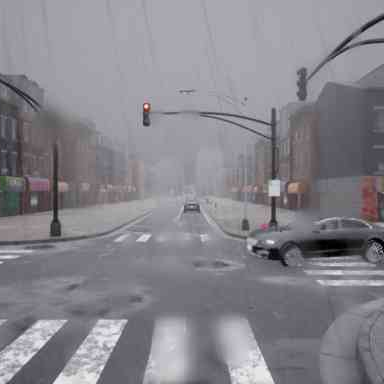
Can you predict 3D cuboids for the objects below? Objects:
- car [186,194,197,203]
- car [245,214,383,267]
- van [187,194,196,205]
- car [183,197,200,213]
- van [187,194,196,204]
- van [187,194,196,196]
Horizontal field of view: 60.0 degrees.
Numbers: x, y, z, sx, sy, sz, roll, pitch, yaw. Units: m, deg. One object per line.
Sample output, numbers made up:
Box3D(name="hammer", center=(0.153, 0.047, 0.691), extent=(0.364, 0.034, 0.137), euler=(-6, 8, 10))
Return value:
Box3D(name="car", center=(-0.132, 1.326, 70.345), extent=(2.192, 1.841, 5.009), euler=(0, 0, 0))
Box3D(name="car", center=(4.220, 1.505, 11.098), extent=(4.902, 1.511, 2.128), euler=(0, 0, -13))
Box3D(name="van", center=(-0.093, 1.344, 59.135), extent=(1.690, 1.788, 3.998), euler=(0, 0, 0))
Box3D(name="car", center=(-0.012, 1.563, 36.712), extent=(1.947, 1.339, 4.313), euler=(0, 0, 0))
Box3D(name="van", center=(-0.112, 1.348, 64.740), extent=(1.690, 1.788, 3.998), euler=(0, 0, 0))
Box3D(name="van", center=(-0.073, 1.341, 53.529), extent=(1.690, 1.788, 3.998), euler=(0, 0, 0))
